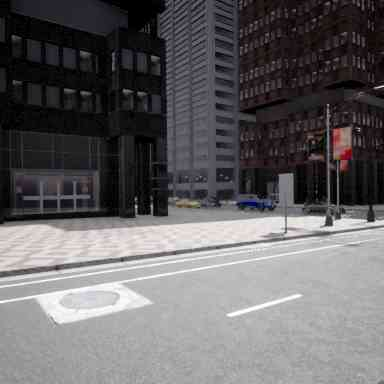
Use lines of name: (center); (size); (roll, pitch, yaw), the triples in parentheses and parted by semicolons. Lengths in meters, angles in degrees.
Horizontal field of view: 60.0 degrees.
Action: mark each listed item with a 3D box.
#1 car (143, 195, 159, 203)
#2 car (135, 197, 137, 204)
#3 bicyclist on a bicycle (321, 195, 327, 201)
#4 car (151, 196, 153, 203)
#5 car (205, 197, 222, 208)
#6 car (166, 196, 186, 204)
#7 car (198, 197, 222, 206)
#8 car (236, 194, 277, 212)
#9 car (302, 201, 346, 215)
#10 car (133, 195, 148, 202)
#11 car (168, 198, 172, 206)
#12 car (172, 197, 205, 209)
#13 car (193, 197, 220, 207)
car: (-9.501, 1.597, 76.492); (1.967, 1.590, 4.097); (-1, 1, -36)
car: (-10.131, 1.821, 62.717); (1.802, 1.307, 4.206); (-1, 1, -36)
bicyclist on a bicycle: (17.394, 1.254, 43.789); (1.656, 1.620, 0.582); (-1, 1, -36)
car: (-7.801, 1.717, 69.527); (2.033, 1.411, 5.357); (-1, 0, -36)
car: (2.497, 1.695, 49.640); (1.994, 1.385, 4.181); (-1, 0, -35)
car: (-3.290, 1.638, 67.803); (1.752, 1.417, 4.829); (-1, 1, -36)
car: (3.117, 1.615, 58.837); (1.887, 1.381, 4.507); (-1, 1, -36)
car: (8.004, 1.318, 41.911); (2.150, 2.045, 5.566); (-1, 0, -36)
car: (13.511, 1.628, 34.221); (1.994, 1.385, 4.181); (-1, 0, -36)
car: (-12.655, 1.621, 80.906); (1.967, 1.590, 4.097); (-1, 1, -36)
car: (-3.299, 1.732, 57.815); (1.994, 1.385, 4.181); (-1, 0, -35)
car: (-0.569, 1.701, 49.333); (1.752, 1.417, 4.829); (-1, 1, -36)
car: (2.424, 1.604, 55.231); (1.837, 1.490, 4.892); (-1, 0, -35)
